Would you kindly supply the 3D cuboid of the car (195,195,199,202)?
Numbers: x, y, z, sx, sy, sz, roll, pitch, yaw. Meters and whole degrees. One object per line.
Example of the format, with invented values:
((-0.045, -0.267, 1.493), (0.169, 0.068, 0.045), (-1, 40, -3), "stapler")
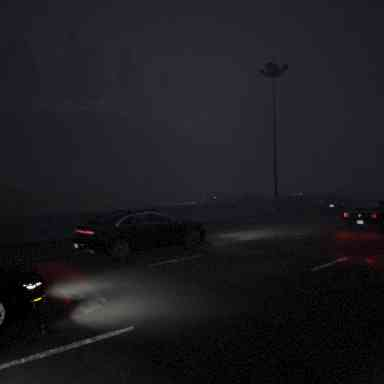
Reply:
((2.268, 0.657, 48.726), (2.128, 1.511, 4.902), (-1, 1, 36), "car")

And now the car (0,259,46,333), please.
((-4.826, 1.540, 4.894), (4.892, 1.490, 1.837), (-2, 1, -35), "car")

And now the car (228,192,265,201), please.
((6.201, 0.876, 36.161), (1.895, 1.301, 4.718), (-1, 1, 36), "car")

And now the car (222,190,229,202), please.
((6.060, 0.749, 41.986), (1.994, 1.385, 4.181), (-1, 1, 35), "car")

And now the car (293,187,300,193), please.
((26.906, -0.478, 83.219), (1.837, 1.490, 4.892), (-1, 1, 35), "car")

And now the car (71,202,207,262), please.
((-1.677, 1.345, 11.670), (4.902, 1.511, 2.128), (-2, 1, -39), "car")

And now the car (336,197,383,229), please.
((9.562, 1.097, 17.613), (1.895, 1.301, 4.718), (0, 1, 42), "car")

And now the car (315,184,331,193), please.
((30.886, -0.732, 76.742), (2.150, 2.045, 5.566), (-1, 1, 35), "car")

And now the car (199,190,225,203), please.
((3.415, 0.559, 44.305), (2.097, 1.767, 4.553), (-1, 1, 36), "car")

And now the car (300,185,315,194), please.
((28.035, -0.698, 78.771), (2.150, 2.045, 5.566), (-1, 1, 35), "car")

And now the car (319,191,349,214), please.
((11.121, 0.904, 25.046), (1.994, 1.385, 4.181), (-1, 1, 39), "car")

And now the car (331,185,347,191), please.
((32.728, -0.476, 73.289), (1.882, 1.535, 5.008), (-1, 1, 35), "car")
